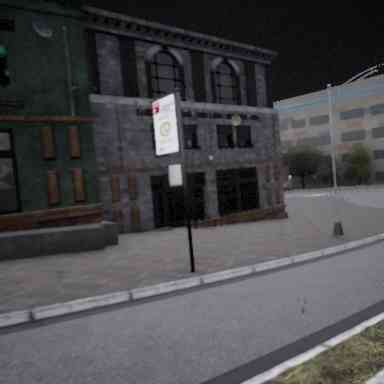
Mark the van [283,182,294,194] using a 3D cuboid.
[{"bbox_3d":[16.665,-0.694,59.607,1.878,1.987,4.442,-6,2,43],"label":"van"}]
